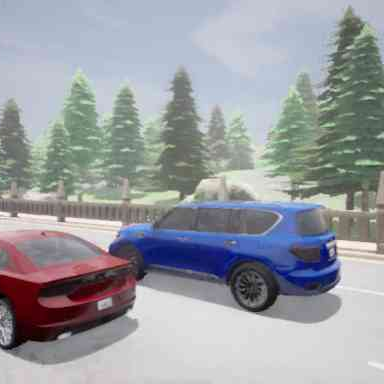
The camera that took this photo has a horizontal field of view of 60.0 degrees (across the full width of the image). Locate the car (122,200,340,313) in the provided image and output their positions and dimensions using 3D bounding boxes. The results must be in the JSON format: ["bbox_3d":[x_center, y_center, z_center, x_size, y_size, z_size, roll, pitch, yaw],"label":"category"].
[{"bbox_3d":[0.477,1.205,7.885,5.566,2.045,2.150,1,0,36],"label":"car"}]

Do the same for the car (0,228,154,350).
[{"bbox_3d":[-3.265,1.449,6.275,5.008,1.535,1.882,1,0,36],"label":"car"}]
